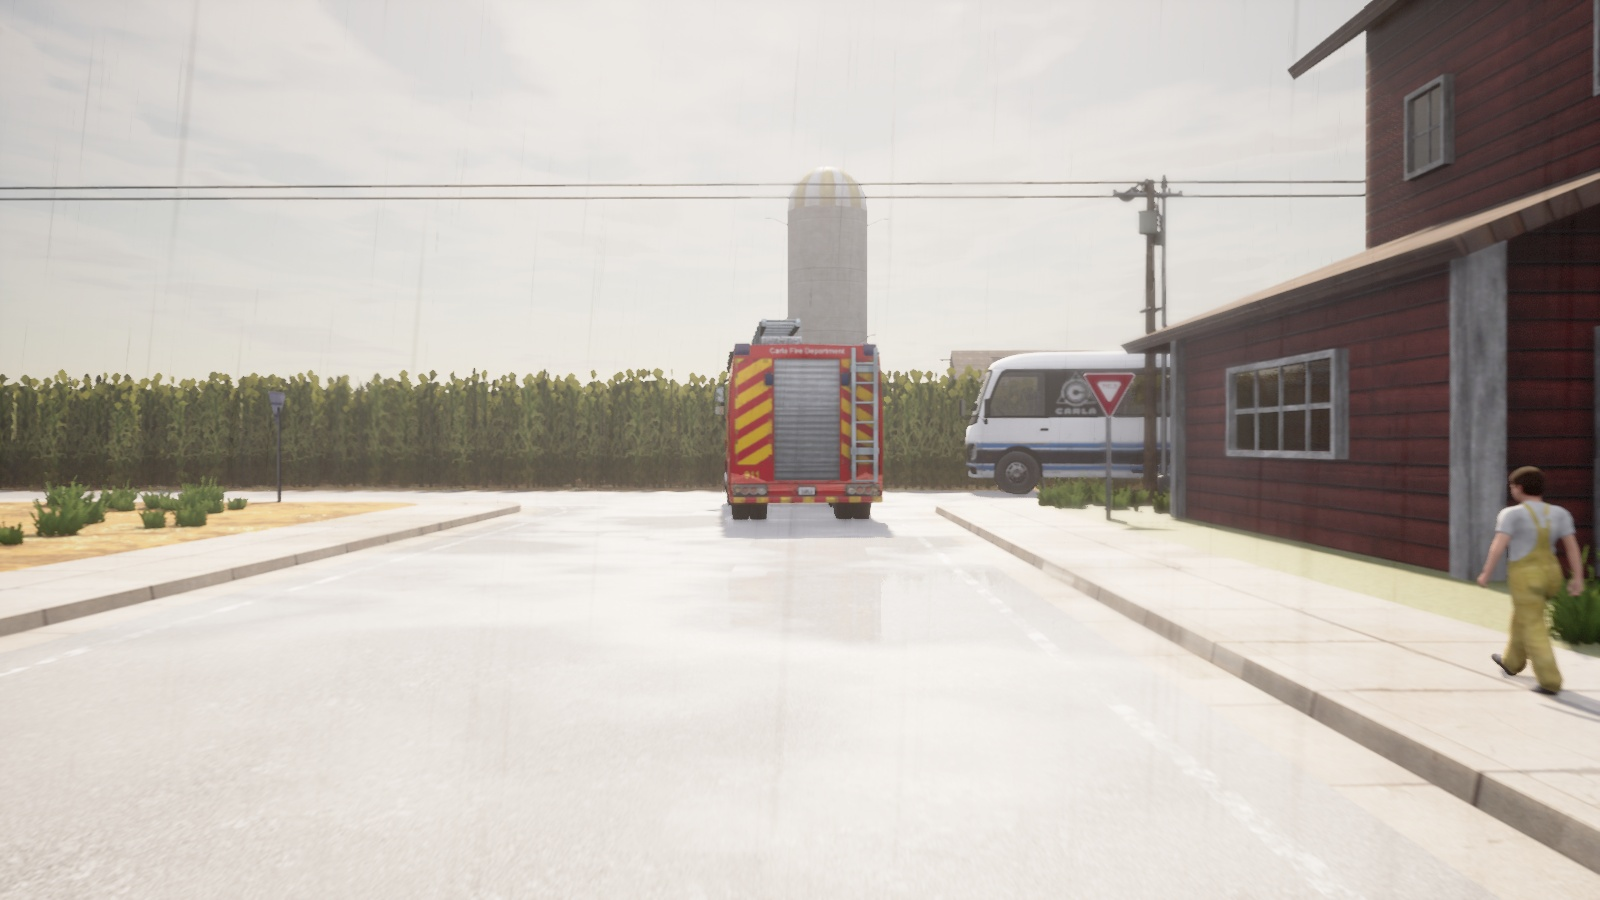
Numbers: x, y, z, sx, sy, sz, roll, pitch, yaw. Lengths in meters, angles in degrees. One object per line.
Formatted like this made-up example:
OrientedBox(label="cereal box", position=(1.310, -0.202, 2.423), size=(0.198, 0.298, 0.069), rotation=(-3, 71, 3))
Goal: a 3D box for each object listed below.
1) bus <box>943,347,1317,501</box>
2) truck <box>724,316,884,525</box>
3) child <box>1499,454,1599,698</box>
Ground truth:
OrientedBox(label="bus", position=(9.443, -0.769, 37.394), size=(10.273, 4.253, 3.944), rotation=(0, 1, 7))
OrientedBox(label="truck", position=(-0.183, -0.569, 27.390), size=(2.891, 3.827, 8.468), rotation=(0, 0, -4))
OrientedBox(label="child", position=(4.023, 0.653, 6.734), size=(0.270, 1.263, 0.437), rotation=(0, 0, -7))
